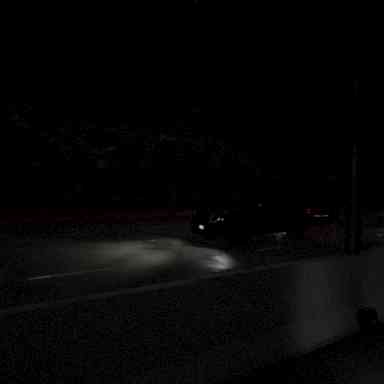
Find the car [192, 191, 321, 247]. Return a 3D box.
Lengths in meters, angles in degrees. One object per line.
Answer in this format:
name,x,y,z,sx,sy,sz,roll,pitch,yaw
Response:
car,2.679,0.996,14.192,5.566,2.045,2.150,0,1,-33

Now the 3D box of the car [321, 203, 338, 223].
car,7.509,1.290,21.504,4.181,1.385,1.994,0,1,-33
